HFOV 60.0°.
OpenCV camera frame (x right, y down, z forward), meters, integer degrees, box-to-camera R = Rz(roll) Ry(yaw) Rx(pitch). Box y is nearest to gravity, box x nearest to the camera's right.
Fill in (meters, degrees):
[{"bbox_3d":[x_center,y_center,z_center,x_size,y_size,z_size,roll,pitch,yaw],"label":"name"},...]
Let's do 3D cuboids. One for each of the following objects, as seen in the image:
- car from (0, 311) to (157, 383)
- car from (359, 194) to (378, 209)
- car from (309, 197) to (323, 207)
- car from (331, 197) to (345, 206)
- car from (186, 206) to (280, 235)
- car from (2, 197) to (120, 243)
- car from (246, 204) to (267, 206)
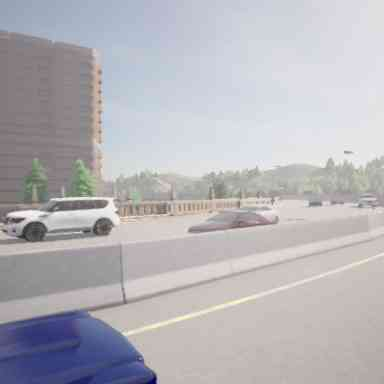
[{"bbox_3d":[-2.524,1.614,2.056,4.718,1.301,1.895,0,0,-36],"label":"car"},{"bbox_3d":[25.183,1.251,47.546,2.150,2.045,5.566,0,0,24],"label":"car"},{"bbox_3d":[19.121,1.534,51.263,1.882,1.535,5.008,0,0,23],"label":"car"},{"bbox_3d":[25.136,1.545,57.416,2.128,1.511,4.902,0,0,18],"label":"car"},{"bbox_3d":[1.838,1.554,14.811,4.674,1.442,1.812,0,0,-43],"label":"car"},{"bbox_3d":[-6.402,1.279,16.906,5.566,2.045,2.150,0,0,-40],"label":"car"},{"bbox_3d":[4.114,1.563,21.931,1.812,1.442,4.674,0,0,43],"label":"car"}]
